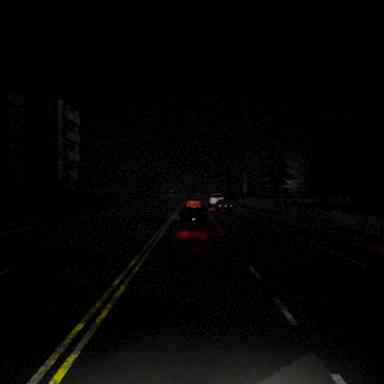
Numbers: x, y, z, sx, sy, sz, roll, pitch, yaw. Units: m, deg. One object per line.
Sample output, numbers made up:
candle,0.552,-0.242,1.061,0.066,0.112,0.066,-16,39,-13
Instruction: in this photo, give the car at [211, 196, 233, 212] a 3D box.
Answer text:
car,3.607,1.530,38.052,2.033,1.411,5.357,0,0,0

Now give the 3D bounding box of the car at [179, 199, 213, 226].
car,0.107,1.481,23.041,2.128,1.511,4.902,0,0,0

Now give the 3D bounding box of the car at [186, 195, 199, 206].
car,0.114,1.327,54.953,2.097,1.767,4.553,0,0,0

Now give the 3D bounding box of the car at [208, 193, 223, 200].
car,3.611,1.198,49.965,2.150,2.045,5.566,0,0,0

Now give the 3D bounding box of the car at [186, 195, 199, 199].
car,0.106,1.332,40.182,2.097,1.767,4.553,0,0,0
